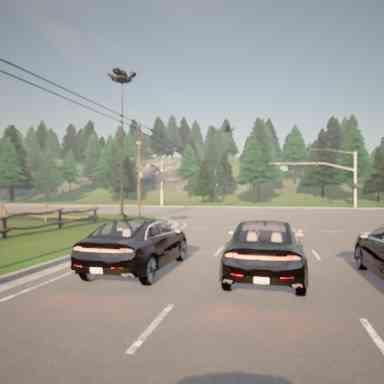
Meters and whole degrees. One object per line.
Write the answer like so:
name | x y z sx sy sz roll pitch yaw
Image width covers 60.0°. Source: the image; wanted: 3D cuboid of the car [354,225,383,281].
car | 5.319 1.492 7.958 2.128 1.511 4.902 0 0 14

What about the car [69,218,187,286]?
car | -1.495 1.492 9.565 2.128 1.511 4.902 0 0 14

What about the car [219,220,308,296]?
car | 1.911 1.492 8.754 2.128 1.511 4.902 0 0 14
